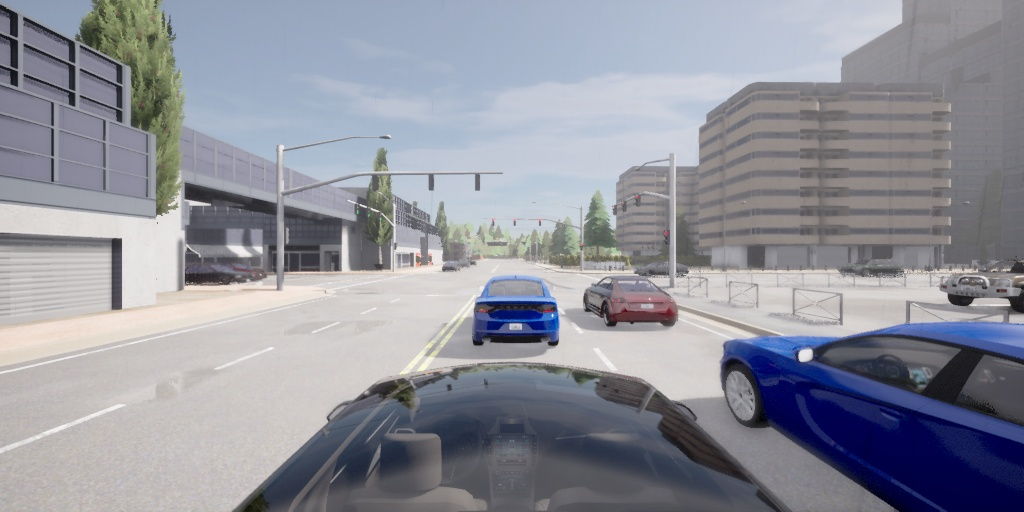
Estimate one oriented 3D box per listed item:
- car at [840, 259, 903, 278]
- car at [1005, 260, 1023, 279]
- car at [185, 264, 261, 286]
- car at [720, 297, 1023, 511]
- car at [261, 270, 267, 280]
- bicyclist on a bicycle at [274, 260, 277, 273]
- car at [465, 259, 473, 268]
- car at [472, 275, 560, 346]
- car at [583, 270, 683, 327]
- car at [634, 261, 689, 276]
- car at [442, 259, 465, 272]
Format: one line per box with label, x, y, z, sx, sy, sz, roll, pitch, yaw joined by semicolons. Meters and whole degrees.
car;33.705;1.103;33.730;4.553;1.767;2.097;0;0;-1
car;50.610;1.264;33.984;4.718;1.301;1.895;0;0;-1
car;-20.893;1.297;24.759;5.357;1.411;2.033;0;0;-1
car;3.603;1.228;2.610;1.882;1.535;5.008;0;0;0
car;-21.819;1.314;28.247;4.181;1.385;1.994;0;0;-1
bicyclist on a bicycle;-25.839;1.053;39.677;0.582;1.620;1.656;0;0;-1
car;-8.015;1.255;58.927;1.837;1.490;4.892;0;0;-1
car;0.095;1.228;9.461;1.882;1.535;5.008;0;0;0
car;3.603;1.314;11.593;1.994;1.385;4.181;0;0;0
car;13.767;1.242;33.278;4.902;1.511;2.128;0;0;-3
car;-7.840;1.297;46.897;2.033;1.411;5.357;0;0;0
